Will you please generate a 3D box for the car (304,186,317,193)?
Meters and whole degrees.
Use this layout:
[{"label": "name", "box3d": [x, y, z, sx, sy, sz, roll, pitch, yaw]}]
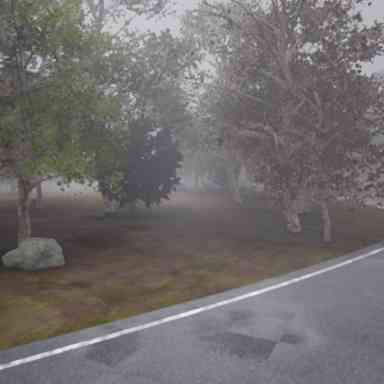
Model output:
[{"label": "car", "box3d": [14.468, -0.507, 41.874, 1.812, 1.442, 4.674, -6, 3, -17]}]
